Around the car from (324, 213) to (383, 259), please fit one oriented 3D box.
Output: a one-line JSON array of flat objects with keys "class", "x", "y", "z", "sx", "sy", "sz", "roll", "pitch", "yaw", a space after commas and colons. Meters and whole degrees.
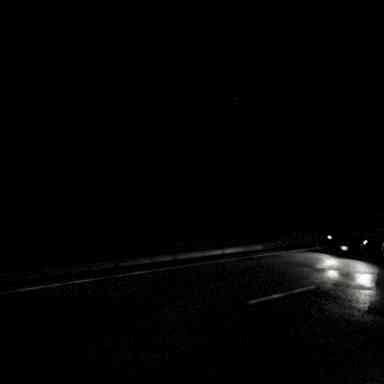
[{"class": "car", "x": 7.507, "y": 1.534, "z": 12.707, "sx": 5.357, "sy": 1.411, "sz": 2.033, "roll": 0, "pitch": 0, "yaw": -30}]
